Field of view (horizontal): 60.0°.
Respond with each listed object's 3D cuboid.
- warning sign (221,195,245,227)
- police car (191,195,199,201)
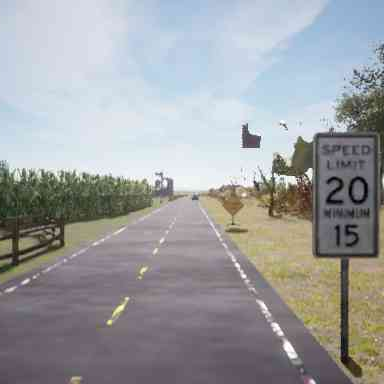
[{"bbox_3d":[2.454,1.104,19.903,1.300,1.860,1.060,0,0,0],"label":"warning sign"},{"bbox_3d":[0.825,1.595,90.019,1.930,1.638,5.238,0,0,0],"label":"police car"}]
